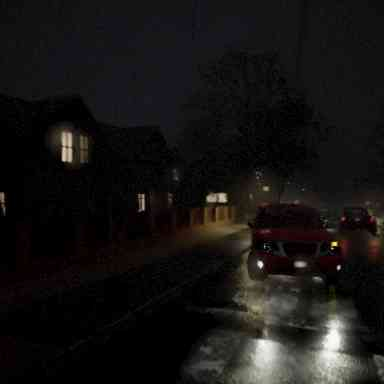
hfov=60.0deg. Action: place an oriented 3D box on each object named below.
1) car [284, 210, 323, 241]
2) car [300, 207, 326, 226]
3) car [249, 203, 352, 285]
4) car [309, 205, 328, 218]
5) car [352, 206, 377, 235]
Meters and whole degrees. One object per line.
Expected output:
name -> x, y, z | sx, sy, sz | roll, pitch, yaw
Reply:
car -> 6.734, 1.857, 19.787 | 1.812, 1.442, 4.674 | 0, -1, 23
car -> 10.603, 2.049, 28.969 | 1.994, 1.385, 4.181 | 0, -1, 23
car -> 3.017, 1.402, 10.563 | 2.150, 2.045, 5.566 | 0, -1, 10
car -> 14.630, 2.244, 38.426 | 1.895, 1.301, 4.718 | 0, -1, 23
car -> 10.847, 1.735, 22.107 | 2.097, 1.767, 4.553 | 0, -1, 22
